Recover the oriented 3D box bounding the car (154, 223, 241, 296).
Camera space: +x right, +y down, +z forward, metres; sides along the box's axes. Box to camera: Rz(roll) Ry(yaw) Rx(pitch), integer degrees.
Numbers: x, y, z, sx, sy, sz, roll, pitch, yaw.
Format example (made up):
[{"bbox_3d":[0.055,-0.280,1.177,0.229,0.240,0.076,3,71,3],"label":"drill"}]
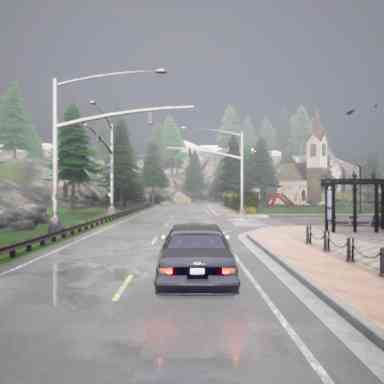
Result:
[{"bbox_3d":[0.100,1.544,8.804,2.033,1.411,5.357,0,0,0],"label":"car"}]
